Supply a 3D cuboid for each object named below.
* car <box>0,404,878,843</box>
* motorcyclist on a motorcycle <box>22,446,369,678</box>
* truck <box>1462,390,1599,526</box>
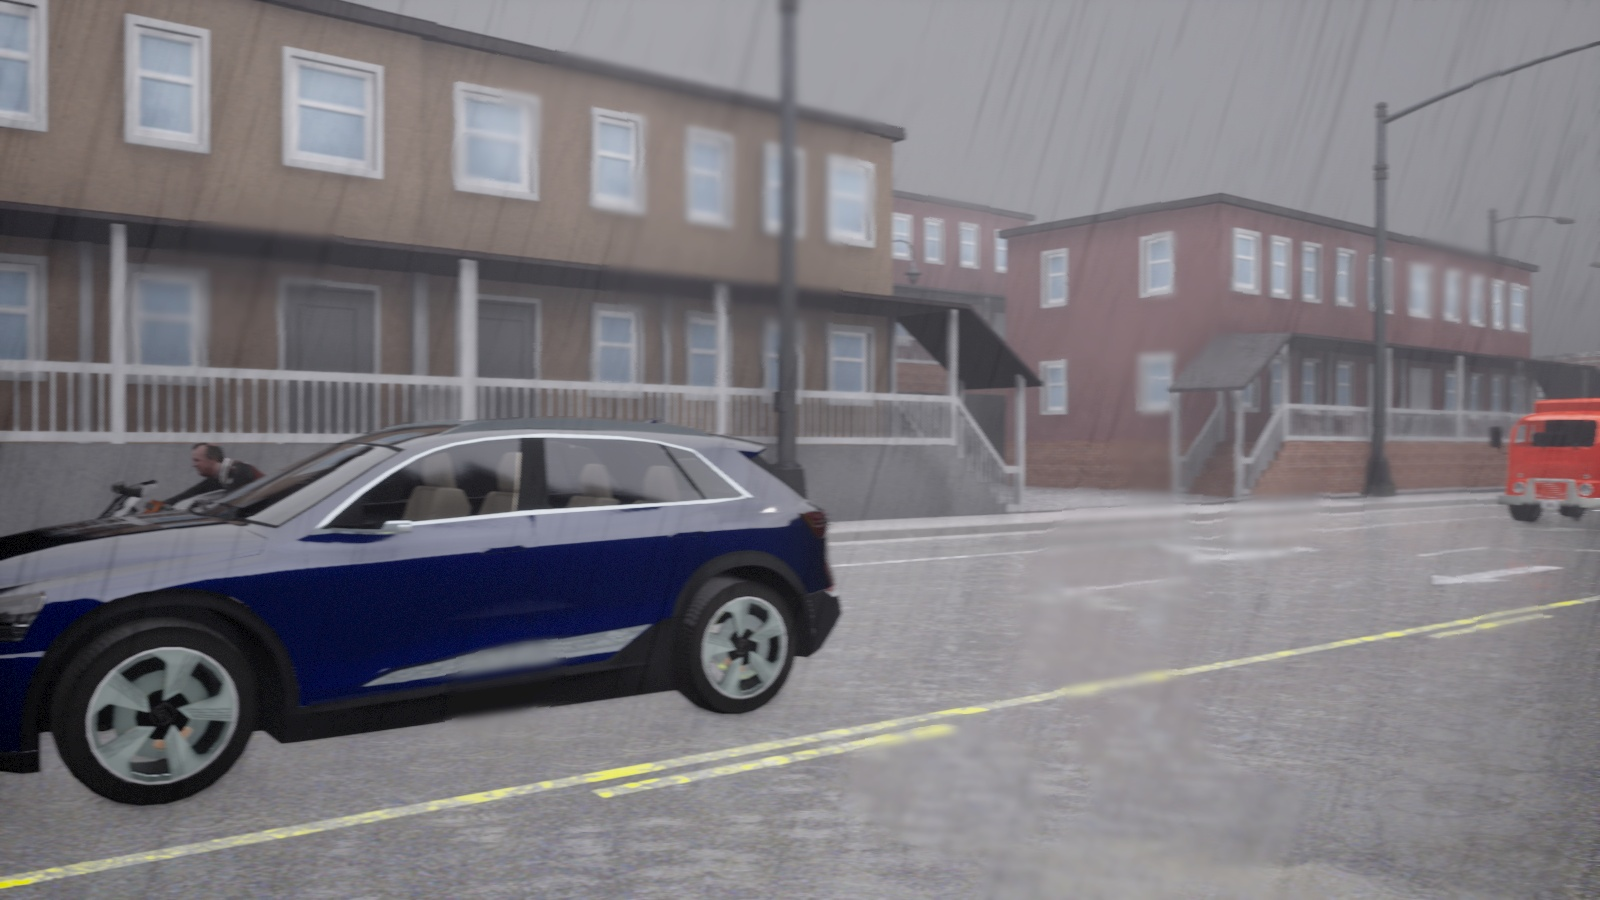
[{"bbox_3d":[-2.073,0.642,6.748,4.856,1.649,2.033,0,0,-38],"label":"car"},{"bbox_3d":[-4.434,0.737,9.299,2.191,1.530,0.866,0,0,-37],"label":"motorcyclist on a motorcycle"},{"bbox_3d":[15.917,0.129,25.330,5.204,2.467,2.627,0,0,-38],"label":"truck"}]
